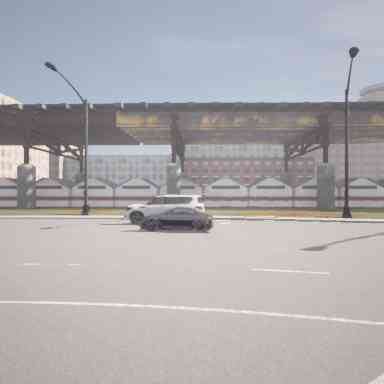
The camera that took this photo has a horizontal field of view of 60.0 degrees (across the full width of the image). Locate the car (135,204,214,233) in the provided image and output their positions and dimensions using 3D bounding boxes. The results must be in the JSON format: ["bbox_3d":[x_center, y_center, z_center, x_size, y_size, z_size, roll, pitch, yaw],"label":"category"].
[{"bbox_3d":[-0.817,1.564,19.114,4.181,1.385,1.994,0,0,6],"label":"car"}]

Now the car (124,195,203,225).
[{"bbox_3d":[-1.840,1.223,23.098,5.566,2.045,2.150,0,-1,5],"label":"car"}]
